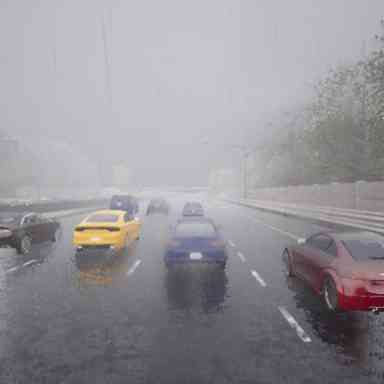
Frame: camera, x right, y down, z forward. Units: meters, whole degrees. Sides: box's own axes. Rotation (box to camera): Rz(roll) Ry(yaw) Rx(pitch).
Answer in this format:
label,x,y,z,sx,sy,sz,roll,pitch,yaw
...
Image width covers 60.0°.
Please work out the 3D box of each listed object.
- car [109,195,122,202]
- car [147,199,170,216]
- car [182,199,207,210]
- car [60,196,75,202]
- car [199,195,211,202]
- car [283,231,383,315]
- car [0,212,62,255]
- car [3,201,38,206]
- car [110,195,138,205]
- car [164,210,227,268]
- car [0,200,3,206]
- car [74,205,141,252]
label,x,y,z,sx,sy,sz,roll,pitch,yaw
car,-17.503,1.381,76.302,1.882,1.535,5.008,0,0,0
car,-3.402,1.456,34.549,2.097,1.767,4.553,0,0,0
car,0.096,1.634,29.217,2.033,1.411,5.357,0,0,0
car,-28.003,1.572,74.862,1.882,1.535,5.008,0,0,0
car,3.497,1.637,82.299,2.097,1.767,4.553,0,0,0
car,3.519,1.572,7.650,1.994,1.385,4.181,0,0,0
car,-6.899,1.530,13.431,2.128,1.511,4.902,0,0,0
car,-17.595,1.706,35.369,1.895,1.301,4.718,0,0,0
car,-6.901,1.324,34.136,2.150,2.045,5.566,0,0,0
car,0.100,1.558,11.239,1.812,1.442,4.674,0,0,0
car,-21.091,1.596,35.060,2.128,1.511,4.902,0,0,0
car,-3.398,1.518,14.154,1.882,1.535,5.008,0,0,0
